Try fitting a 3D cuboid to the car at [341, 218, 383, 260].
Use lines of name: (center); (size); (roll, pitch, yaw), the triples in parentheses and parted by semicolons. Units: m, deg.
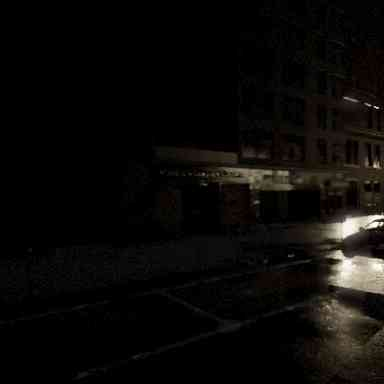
car: (6.874, 1.574, 11.463); (4.206, 1.307, 1.802); (0, 0, -36)
